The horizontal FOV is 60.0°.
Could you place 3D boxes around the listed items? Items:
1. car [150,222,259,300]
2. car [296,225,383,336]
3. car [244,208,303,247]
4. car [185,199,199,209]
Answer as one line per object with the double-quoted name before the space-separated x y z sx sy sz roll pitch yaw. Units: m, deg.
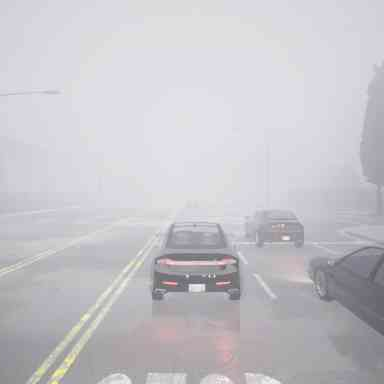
"car" 0.082 1.492 8.345 2.128 1.511 4.902 0 0 0
"car" 3.588 1.547 5.300 2.033 1.411 5.357 0 0 0
"car" 3.565 1.505 15.046 1.837 1.490 4.892 0 0 0
"car" 0.001 1.601 44.144 1.895 1.301 4.718 0 0 0
